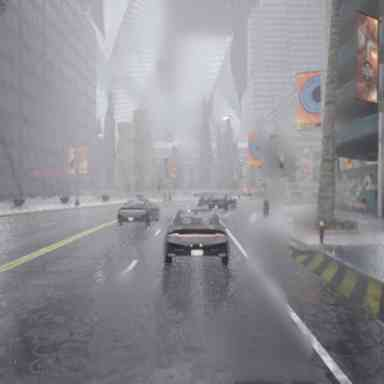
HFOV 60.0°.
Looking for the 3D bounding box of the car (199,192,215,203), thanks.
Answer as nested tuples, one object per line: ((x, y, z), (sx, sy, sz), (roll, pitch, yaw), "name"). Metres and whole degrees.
((2.637, 0.785, 38.603), (2.097, 1.767, 4.553), (1, 1, 31), "car")

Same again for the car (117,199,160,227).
((-3.103, 1.192, 20.228), (2.128, 1.511, 4.902), (0, 1, 4), "car")

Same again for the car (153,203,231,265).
((0.143, 1.327, 11.056), (2.128, 1.511, 4.902), (0, 1, 0), "car")

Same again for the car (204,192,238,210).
((3.052, 1.034, 32.043), (1.837, 1.490, 4.892), (0, 1, 22), "car")
